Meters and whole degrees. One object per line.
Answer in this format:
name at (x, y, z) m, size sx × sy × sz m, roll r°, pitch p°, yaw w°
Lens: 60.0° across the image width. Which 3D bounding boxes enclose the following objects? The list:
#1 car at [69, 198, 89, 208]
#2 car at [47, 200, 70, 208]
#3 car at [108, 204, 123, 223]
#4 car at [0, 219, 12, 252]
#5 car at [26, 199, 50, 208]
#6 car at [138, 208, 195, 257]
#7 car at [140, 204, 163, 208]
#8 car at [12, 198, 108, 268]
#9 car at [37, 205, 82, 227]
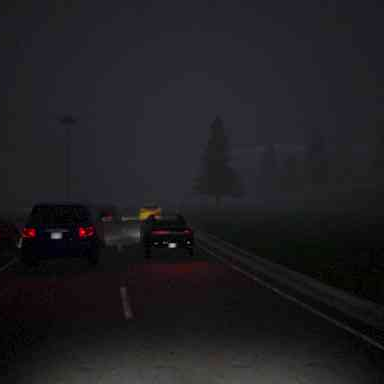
car at (-19.975, 1.906, 59.065) m, size 2.097 × 1.767 × 4.553 m, roll 0°, pitch -1°, yaw -1°
car at (-23.452, 2.096, 58.686) m, size 2.033 × 1.411 × 5.357 m, roll 0°, pitch -1°, yaw -1°
car at (-6.950, 1.770, 27.888) m, size 1.837 × 1.490 × 4.892 m, roll 0°, pitch 0°, yaw -6°
car at (-7.943, 1.464, 12.073) m, size 2.097 × 1.767 × 4.553 m, roll 0°, pitch -1°, yaw -11°
car at (-26.947, 2.023, 58.453) m, size 1.882 × 1.535 × 5.008 m, roll 0°, pitch 0°, yaw -1°
car at (-1.138, 1.624, 13.715) m, size 2.128 × 1.511 × 4.902 m, roll 0°, pitch 0°, yaw -11°
car at (-3.558, 1.753, 29.093) m, size 1.882 × 1.535 × 5.008 m, roll 0°, pitch 0°, yaw -6°
car at (-4.380, 1.339, 12.024) m, size 2.150 × 2.045 × 5.566 m, roll 0°, pitch 0°, yaw -12°
car at (-10.317, 1.796, 26.423) m, size 2.033 × 1.411 × 5.357 m, roll 0°, pitch -1°, yaw -7°
